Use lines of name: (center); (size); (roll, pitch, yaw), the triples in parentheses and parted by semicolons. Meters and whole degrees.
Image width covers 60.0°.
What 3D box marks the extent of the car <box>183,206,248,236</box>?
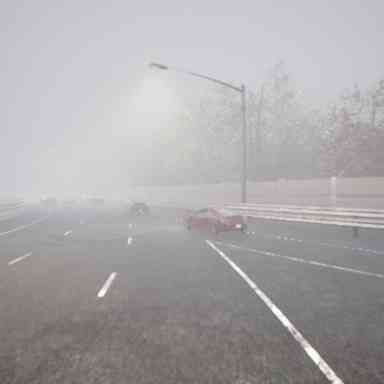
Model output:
car: (1.189, 1.514, 18.333); (1.812, 1.442, 4.674); (-1, 0, -28)

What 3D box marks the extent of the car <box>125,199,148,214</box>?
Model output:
car: (-5.926, 1.534, 35.496); (1.837, 1.490, 4.892); (0, 0, -19)

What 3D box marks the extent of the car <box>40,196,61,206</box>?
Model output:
car: (-25.858, 1.534, 59.970); (2.097, 1.767, 4.553); (0, 0, -37)

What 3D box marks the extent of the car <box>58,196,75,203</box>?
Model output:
car: (-27.902, 1.662, 73.981); (1.882, 1.535, 5.008); (0, 0, -42)

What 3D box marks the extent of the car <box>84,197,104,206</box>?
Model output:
car: (-17.230, 1.588, 59.508); (1.882, 1.535, 5.008); (0, 0, -32)

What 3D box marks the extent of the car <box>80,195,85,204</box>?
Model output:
car: (-19.781, 1.648, 63.592); (1.812, 1.442, 4.674); (0, 0, -37)

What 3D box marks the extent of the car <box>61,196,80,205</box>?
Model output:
car: (-23.000, 1.719, 61.991); (1.994, 1.385, 4.181); (0, 0, -37)
